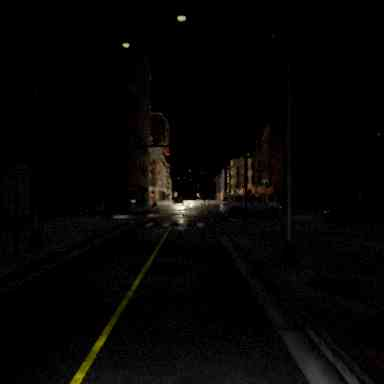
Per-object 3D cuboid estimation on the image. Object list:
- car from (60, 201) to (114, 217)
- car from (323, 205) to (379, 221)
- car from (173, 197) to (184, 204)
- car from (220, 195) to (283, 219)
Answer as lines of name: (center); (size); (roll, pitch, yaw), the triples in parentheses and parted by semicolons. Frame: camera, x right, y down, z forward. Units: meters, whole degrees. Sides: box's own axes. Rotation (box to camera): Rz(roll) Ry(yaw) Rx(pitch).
car: (-9.537, 1.579, 30.345); (4.674, 1.442, 1.812); (2, 0, 0)
car: (13.206, 1.736, 27.744); (4.313, 1.339, 1.947); (0, -1, 0)
car: (-2.781, 1.784, 68.008); (1.812, 1.442, 4.674); (0, 0, 0)
car: (5.360, 1.303, 30.355); (5.566, 2.045, 2.150); (1, 0, 0)
